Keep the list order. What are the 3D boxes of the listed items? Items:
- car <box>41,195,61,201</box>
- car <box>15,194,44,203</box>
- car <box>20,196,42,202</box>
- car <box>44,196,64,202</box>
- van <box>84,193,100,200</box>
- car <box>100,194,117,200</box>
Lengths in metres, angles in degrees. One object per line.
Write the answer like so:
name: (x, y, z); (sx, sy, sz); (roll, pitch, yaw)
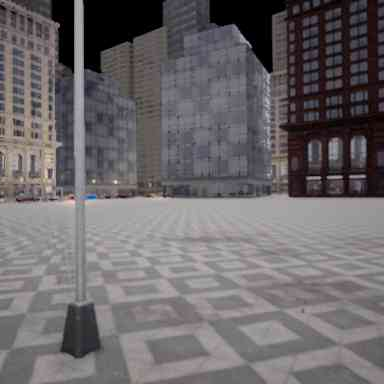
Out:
car: (-36.867, 1.648, 87.270); (2.008, 1.369, 4.403); (0, 1, 36)
car: (-36.275, 1.452, 73.421); (2.192, 1.841, 5.009); (0, 1, 36)
car: (-40.037, 1.713, 82.826); (2.008, 1.369, 4.403); (0, 1, 36)
car: (-33.103, 1.621, 77.868); (2.008, 1.369, 4.403); (0, 1, 36)
van: (-26.763, 1.285, 86.756); (1.690, 1.788, 3.998); (0, 1, 36)
car: (-23.591, 1.325, 91.201); (1.967, 1.590, 4.097); (0, 1, 36)
